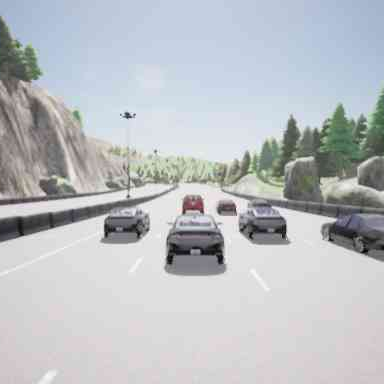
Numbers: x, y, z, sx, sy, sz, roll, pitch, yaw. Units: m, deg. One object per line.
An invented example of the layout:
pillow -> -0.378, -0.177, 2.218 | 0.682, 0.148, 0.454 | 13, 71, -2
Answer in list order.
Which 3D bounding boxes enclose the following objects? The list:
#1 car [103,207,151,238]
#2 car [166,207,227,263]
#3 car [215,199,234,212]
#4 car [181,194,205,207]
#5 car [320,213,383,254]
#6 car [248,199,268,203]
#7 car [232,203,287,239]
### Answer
car -> -3.396, 1.538, 17.983 | 2.128, 1.511, 4.902 | 0, 0, 0
car -> 0.102, 1.528, 12.072 | 2.128, 1.511, 4.902 | 0, 0, 0
car -> 3.606, 1.475, 35.799 | 1.882, 1.535, 5.008 | 0, 0, 0
car -> 0.106, 1.228, 34.288 | 2.150, 2.045, 5.566 | 0, 0, 0
car -> 7.102, 1.587, 13.675 | 2.033, 1.411, 5.357 | 0, 0, 0
car -> 7.106, 1.476, 35.682 | 1.882, 1.535, 5.008 | 0, 0, 0
car -> 3.603, 1.537, 17.567 | 2.128, 1.511, 4.902 | 0, 0, 0
